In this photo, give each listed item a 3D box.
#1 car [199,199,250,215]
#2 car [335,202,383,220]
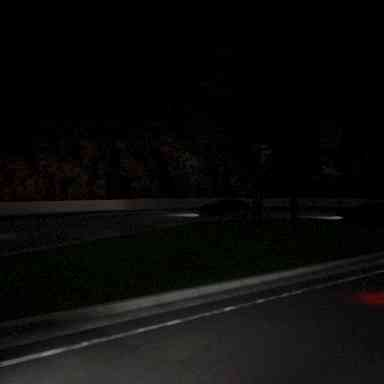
[{"bbox_3d":[3.146,1.441,32.063,4.892,1.490,1.837,0,-2,-9],"label":"car"},{"bbox_3d":[14.024,1.499,25.745,2.033,1.411,5.357,0,0,-41],"label":"car"}]
